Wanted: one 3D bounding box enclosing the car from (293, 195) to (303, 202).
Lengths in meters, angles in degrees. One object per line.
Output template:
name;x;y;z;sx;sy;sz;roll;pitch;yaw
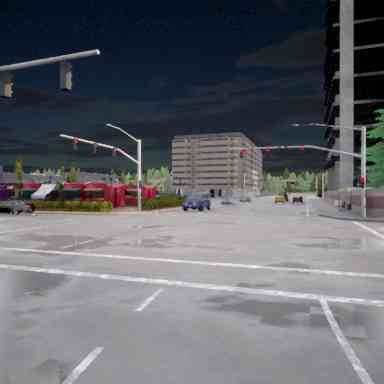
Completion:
car;24.780;1.525;77.346;2.128;1.511;4.902;0;0;19

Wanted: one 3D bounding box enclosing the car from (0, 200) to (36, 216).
car;-17.928;1.547;33.177;4.902;1.511;2.128;0;0;20

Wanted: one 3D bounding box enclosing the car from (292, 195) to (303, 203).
car;21.483;1.478;67.604;1.882;1.535;5.008;0;0;19

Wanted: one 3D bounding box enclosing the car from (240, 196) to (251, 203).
car;11.297;1.524;70.339;2.128;1.511;4.902;0;0;19

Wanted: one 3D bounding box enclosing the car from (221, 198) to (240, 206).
car;6.164;1.601;55.570;1.895;1.301;4.718;0;0;19

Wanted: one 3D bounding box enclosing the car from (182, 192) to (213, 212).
car;0.671;1.220;39.490;2.150;2.045;5.566;0;0;19

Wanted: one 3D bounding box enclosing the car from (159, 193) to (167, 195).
car;-7.924;1.209;81.463;4.605;1.855;1.932;0;0;19

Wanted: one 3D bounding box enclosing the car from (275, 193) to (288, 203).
car;18.270;1.478;69.010;1.882;1.535;5.008;0;0;19
